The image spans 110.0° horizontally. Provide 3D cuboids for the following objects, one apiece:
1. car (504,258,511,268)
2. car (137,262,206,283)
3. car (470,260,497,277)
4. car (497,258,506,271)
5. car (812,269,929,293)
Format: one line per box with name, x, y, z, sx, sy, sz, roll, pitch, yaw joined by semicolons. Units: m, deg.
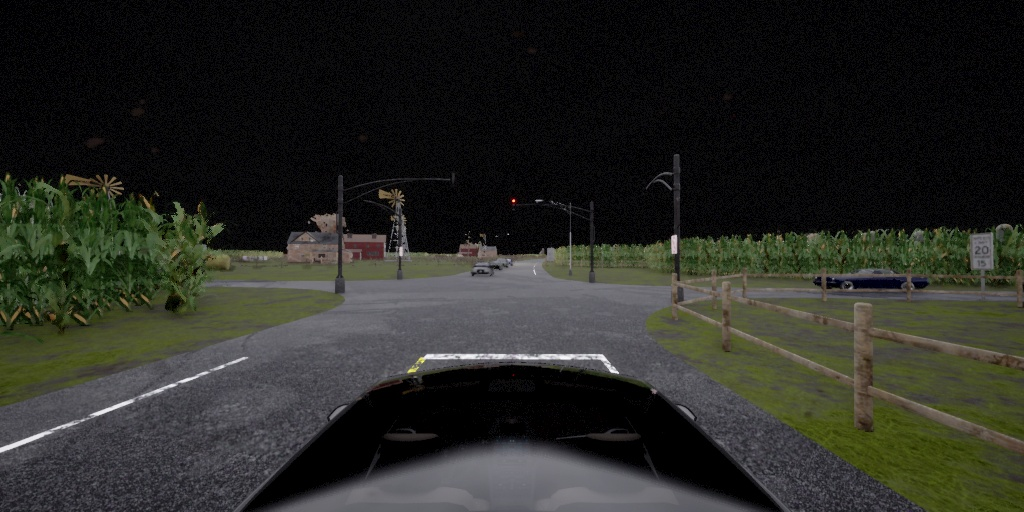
car;-1.741;1.087;58.873;2.097;1.767;4.553;0;0;4
car;-24.174;1.195;25.354;4.902;1.511;2.128;0;-1;10
car;-2.908;1.312;35.816;1.994;1.385;4.181;0;0;2
car;-2.333;1.344;48.697;1.895;1.301;4.718;0;0;3
car;20.394;1.401;20.634;4.718;1.301;1.895;0;-1;9
